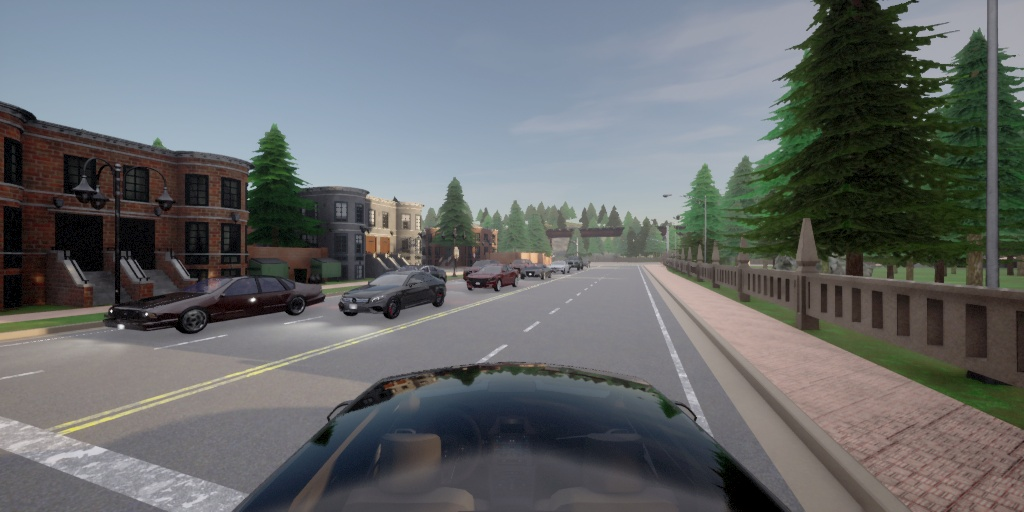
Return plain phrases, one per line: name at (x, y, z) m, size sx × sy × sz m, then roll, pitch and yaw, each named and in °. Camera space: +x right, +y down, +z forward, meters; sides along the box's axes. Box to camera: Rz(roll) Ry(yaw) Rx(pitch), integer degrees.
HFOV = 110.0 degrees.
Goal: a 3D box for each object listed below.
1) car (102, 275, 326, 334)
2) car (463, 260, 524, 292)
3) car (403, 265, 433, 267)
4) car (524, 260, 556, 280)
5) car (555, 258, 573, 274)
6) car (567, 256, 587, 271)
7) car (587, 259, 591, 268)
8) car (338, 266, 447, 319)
car at (-8.467, 1.297, 11.066) m, size 2.033 × 1.411 × 5.357 m, roll 0°, pitch 0°, yaw 19°
car at (-1.067, 1.228, 21.942) m, size 1.882 × 1.535 × 5.008 m, roll 0°, pitch 0°, yaw 19°
car at (-5.417, 1.242, 20.040) m, size 2.128 × 1.511 × 4.902 m, roll 0°, pitch 0°, yaw 18°
car at (2.168, 1.314, 31.422) m, size 1.994 × 1.385 × 4.181 m, roll 0°, pitch 0°, yaw 20°
car at (5.409, 1.276, 40.971) m, size 1.812 × 1.442 × 4.674 m, roll 0°, pitch 0°, yaw 19°
car at (8.775, 0.971, 50.844) m, size 2.150 × 2.045 × 5.566 m, roll 0°, pitch 0°, yaw 19°
car at (12.255, 1.255, 61.013) m, size 1.837 × 1.490 × 4.892 m, roll 0°, pitch 0°, yaw 19°
car at (-4.072, 1.276, 13.111) m, size 1.812 × 1.442 × 4.674 m, roll 0°, pitch 0°, yaw 19°
